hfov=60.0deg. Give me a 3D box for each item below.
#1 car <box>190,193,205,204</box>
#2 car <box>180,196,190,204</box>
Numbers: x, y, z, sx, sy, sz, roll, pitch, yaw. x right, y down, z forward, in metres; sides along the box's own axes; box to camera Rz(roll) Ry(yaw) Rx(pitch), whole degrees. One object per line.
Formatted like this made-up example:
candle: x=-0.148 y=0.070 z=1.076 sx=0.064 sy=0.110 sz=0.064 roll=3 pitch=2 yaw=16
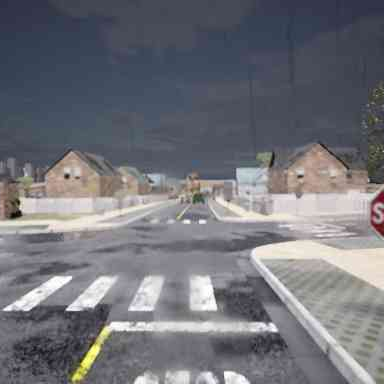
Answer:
car: x=1.283 y=1.249 z=62.784 sx=2.150 sy=2.045 sz=5.566 roll=0 pitch=0 yaw=2
car: x=-1.293 y=1.536 z=67.046 sx=2.128 sy=1.511 sz=4.902 roll=0 pitch=0 yaw=2
